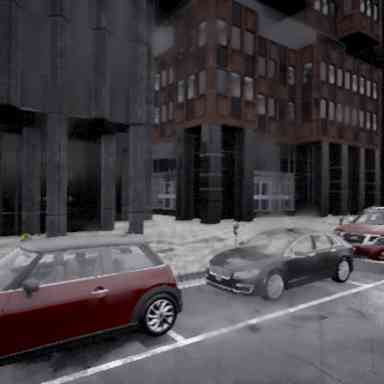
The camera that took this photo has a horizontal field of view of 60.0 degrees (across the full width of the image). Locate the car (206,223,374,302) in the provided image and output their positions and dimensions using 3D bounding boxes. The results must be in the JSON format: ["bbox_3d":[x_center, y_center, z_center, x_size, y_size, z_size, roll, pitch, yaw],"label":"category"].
[{"bbox_3d":[2.349,1.611,8.322,4.403,1.369,2.008,1,0,-35],"label":"car"}]

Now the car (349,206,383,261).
[{"bbox_3d":[6.917,1.427,11.580,5.009,1.841,2.192,1,0,-35],"label":"car"}]

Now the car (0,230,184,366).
[{"bbox_3d":[-2.217,1.449,5.065,4.097,1.590,1.967,1,0,-35],"label":"car"}]
